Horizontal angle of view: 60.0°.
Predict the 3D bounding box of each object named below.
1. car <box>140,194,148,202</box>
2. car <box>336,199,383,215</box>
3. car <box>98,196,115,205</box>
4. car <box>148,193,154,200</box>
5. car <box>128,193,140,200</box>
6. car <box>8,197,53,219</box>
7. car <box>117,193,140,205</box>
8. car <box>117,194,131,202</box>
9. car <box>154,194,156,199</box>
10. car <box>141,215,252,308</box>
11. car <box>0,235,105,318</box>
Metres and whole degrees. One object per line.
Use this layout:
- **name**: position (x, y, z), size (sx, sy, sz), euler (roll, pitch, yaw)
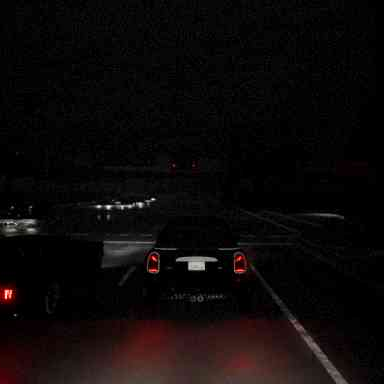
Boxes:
- **car**: position (-10.415, 1.352, 65.112), size (1.895, 1.301, 4.718), euler (0, 1, 1)
- **car**: position (16.744, 1.505, 32.771), size (4.892, 1.490, 1.837), euler (0, 0, -1)
- **car**: position (-13.987, 1.401, 54.759), size (1.812, 1.442, 4.674), euler (0, 1, 0)
- **car**: position (-10.360, 1.121, 74.850), size (1.812, 1.442, 4.674), euler (0, 1, 0)
- **car**: position (-13.851, 1.027, 79.789), size (2.128, 1.511, 4.902), euler (0, 1, 0)
- **car**: position (-14.046, 1.350, 29.194), size (2.097, 1.767, 4.553), euler (0, 0, 0)
- **car**: position (-10.488, 1.411, 55.520), size (2.033, 1.411, 5.357), euler (0, 1, 0)
- **car**: position (-13.873, 1.236, 67.907), size (1.812, 1.442, 4.674), euler (0, 1, 0)
- **car**: position (-10.341, 0.952, 84.781), size (1.994, 1.385, 4.181), euler (0, 1, 0)
- **car**: position (0.095, 1.352, 8.108), size (2.097, 1.767, 4.553), euler (0, 0, 0)
- **car**: position (-3.405, 1.601, 7.381), size (1.895, 1.301, 4.718), euler (0, 0, 0)
